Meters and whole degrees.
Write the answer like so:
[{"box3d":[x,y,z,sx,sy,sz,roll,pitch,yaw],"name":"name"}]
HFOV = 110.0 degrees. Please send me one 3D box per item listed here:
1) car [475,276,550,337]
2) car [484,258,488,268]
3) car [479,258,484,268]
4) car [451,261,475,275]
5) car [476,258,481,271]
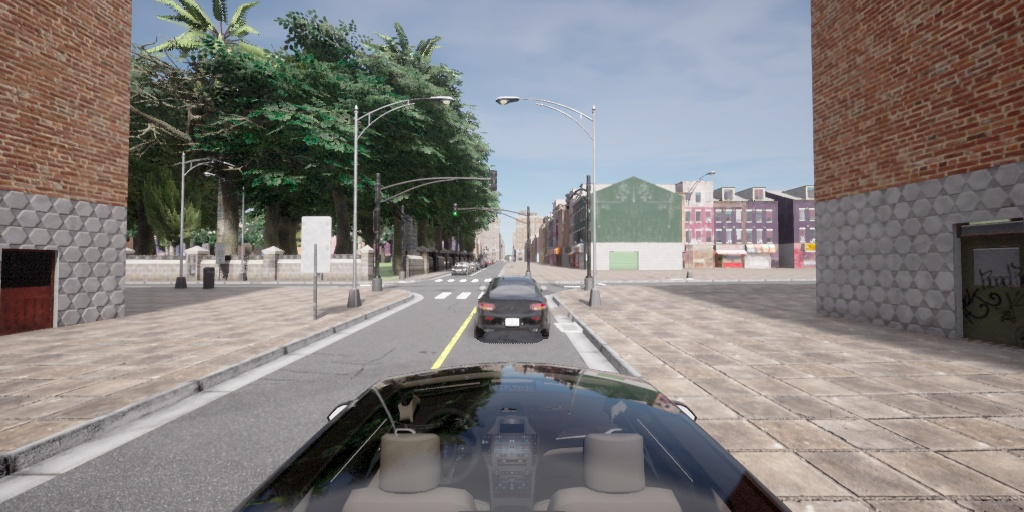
[{"box3d":[0.035,1.279,10.177,1.812,1.442,4.674,0,0,1],"name":"car"},{"box3d":[-5.632,1.417,62.269,1.802,1.307,4.207,0,0,0],"name":"car"},{"box3d":[-5.555,1.371,51.370,1.948,1.339,4.313,0,0,0],"name":"car"},{"box3d":[-5.493,1.332,38.784,2.007,1.370,4.403,0,0,0],"name":"car"},{"box3d":[-5.517,1.344,45.920,2.007,1.370,4.403,0,0,0],"name":"car"}]
